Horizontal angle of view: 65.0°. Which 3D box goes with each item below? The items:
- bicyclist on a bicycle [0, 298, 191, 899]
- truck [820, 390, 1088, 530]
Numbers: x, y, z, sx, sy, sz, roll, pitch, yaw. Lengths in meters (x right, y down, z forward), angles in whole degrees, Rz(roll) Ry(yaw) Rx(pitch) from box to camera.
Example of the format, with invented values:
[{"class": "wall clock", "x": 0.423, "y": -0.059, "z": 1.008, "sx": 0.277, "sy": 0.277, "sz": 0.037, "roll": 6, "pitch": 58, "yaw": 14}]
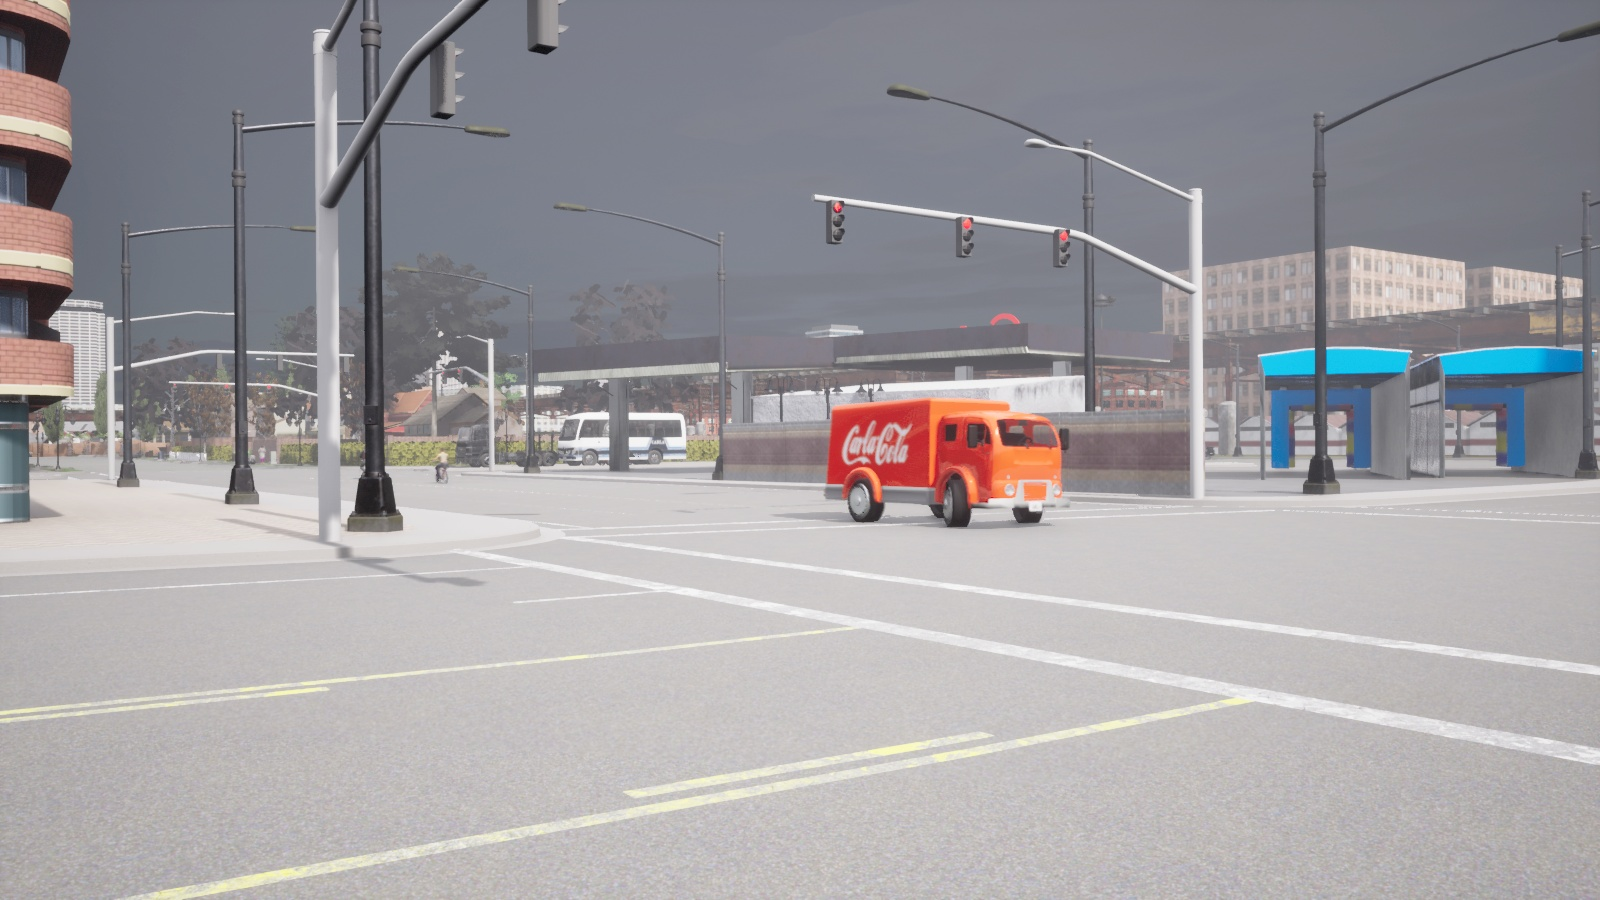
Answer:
[{"class": "bicyclist on a bicycle", "x": -2.100, "y": 0.623, "z": 2.117, "sx": 1.843, "sy": 1.776, "sz": 0.659, "roll": 0, "pitch": 0, "yaw": -36}, {"class": "truck", "x": 2.916, "y": 0.218, "z": 25.072, "sx": 2.627, "sy": 2.467, "sz": 5.204, "roll": 1, "pitch": -1, "yaw": -32}]
